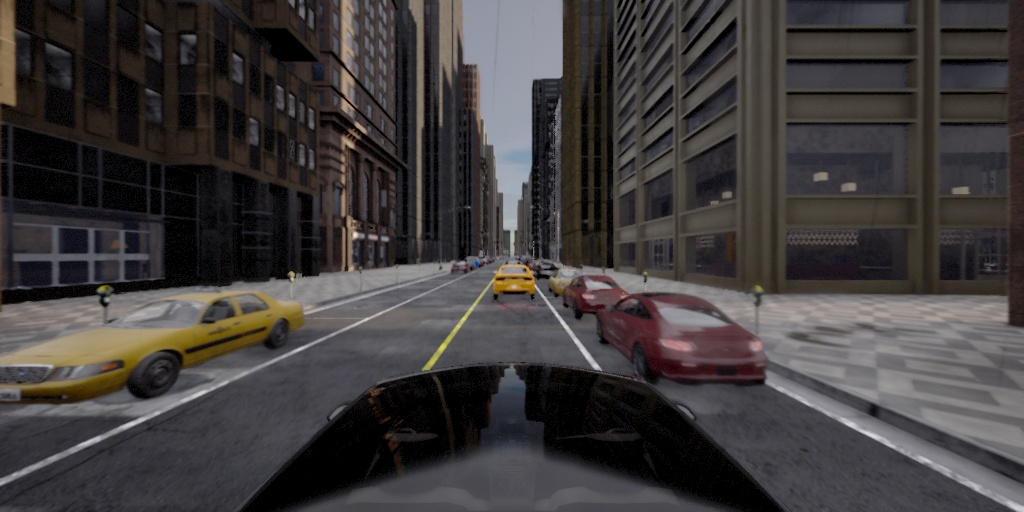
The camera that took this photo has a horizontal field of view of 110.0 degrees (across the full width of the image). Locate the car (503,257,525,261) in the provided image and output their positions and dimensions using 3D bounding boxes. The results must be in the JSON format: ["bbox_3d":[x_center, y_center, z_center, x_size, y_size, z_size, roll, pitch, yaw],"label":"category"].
[{"bbox_3d":[0.103,1.120,37.916,1.882,1.535,5.008,0,0,0],"label":"car"}]

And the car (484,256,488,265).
[{"bbox_3d":[-5.756,1.141,62.859,1.948,1.339,4.313,0,0,0],"label":"car"}]

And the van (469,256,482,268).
[{"bbox_3d":[-5.757,0.946,51.622,1.690,1.789,3.998,0,0,0],"label":"van"}]

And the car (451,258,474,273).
[{"bbox_3d":[-5.758,1.218,40.385,1.802,1.307,4.207,0,0,0],"label":"car"}]

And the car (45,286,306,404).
[{"bbox_3d":[-5.762,1.260,6.506,1.751,1.417,4.829,0,0,0],"label":"car"}]

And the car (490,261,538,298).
[{"bbox_3d":[0.097,1.175,17.995,1.882,1.535,5.008,0,0,0],"label":"car"}]

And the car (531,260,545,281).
[{"bbox_3d":[2.766,1.232,29.162,1.948,1.339,4.313,0,0,0],"label":"car"}]

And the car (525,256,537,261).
[{"bbox_3d":[2.767,1.075,40.400,1.967,1.591,4.097,0,0,0],"label":"car"}]

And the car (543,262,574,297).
[{"bbox_3d":[2.765,1.223,18.094,1.751,1.417,4.829,0,0,0],"label":"car"}]

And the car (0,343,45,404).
[{"bbox_3d":[-5.762,1.068,1.057,2.192,1.841,5.009,0,0,0],"label":"car"}]

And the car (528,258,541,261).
[{"bbox_3d":[2.766,1.196,34.781,1.888,1.381,4.507,0,0,0],"label":"car"}]

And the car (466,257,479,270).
[{"bbox_3d":[-5.757,1.187,46.004,1.948,1.339,4.313,0,0,0],"label":"car"}]

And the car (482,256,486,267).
[{"bbox_3d":[-5.756,1.135,57.240,1.888,1.381,4.507,0,0,0],"label":"car"}]

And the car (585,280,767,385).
[{"bbox_3d":[2.763,1.315,6.688,1.802,1.307,4.207,0,0,0],"label":"car"}]

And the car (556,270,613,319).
[{"bbox_3d":[2.764,1.297,12.306,1.802,1.307,4.207,0,0,0],"label":"car"}]
